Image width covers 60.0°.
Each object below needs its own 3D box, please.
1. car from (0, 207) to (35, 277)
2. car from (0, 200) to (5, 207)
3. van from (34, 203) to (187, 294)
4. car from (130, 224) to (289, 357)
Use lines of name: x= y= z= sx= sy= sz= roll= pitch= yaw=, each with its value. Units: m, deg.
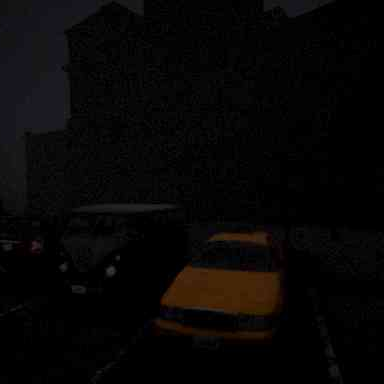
car: x=-3.933 y=1.406 z=10.217 sx=2.185 sy=1.767 sz=4.553 roll=0 pitch=-1 yaw=16
car: x=-11.207 y=1.370 z=15.466 sx=2.435 sy=2.045 sz=5.566 roll=0 pitch=-1 yaw=16
van: x=-1.514 y=1.286 z=8.388 sx=1.878 sy=1.987 sz=4.442 roll=0 pitch=-1 yaw=16
car: x=0.900 y=1.499 z=6.577 sx=1.946 sy=1.575 sz=5.366 roll=0 pitch=-1 yaw=16
